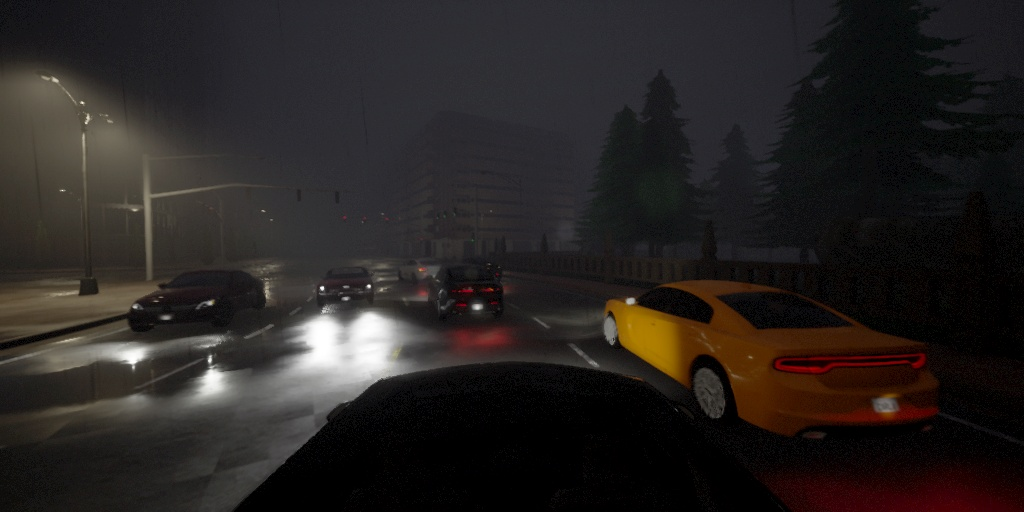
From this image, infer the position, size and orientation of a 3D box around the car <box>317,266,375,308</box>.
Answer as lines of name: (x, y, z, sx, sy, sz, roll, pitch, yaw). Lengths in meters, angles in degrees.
car: (-6.454, 1.086, 14.110, 1.895, 1.301, 4.718, -1, 2, -23)

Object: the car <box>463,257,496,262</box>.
car: (-2.235, 0.777, 21.631, 1.837, 1.490, 4.892, -1, 1, -27)

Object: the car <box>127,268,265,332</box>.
car: (-8.868, 1.113, 10.586, 1.812, 1.442, 4.674, -1, 1, -19)

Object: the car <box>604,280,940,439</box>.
car: (3.043, 1.111, 5.624, 1.882, 1.535, 5.008, 0, 1, -6)

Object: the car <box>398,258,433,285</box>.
car: (-5.358, 0.826, 21.338, 1.812, 1.442, 4.674, -1, 2, -32)

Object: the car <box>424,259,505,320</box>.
car: (-1.626, 1.021, 11.637, 1.837, 1.490, 4.892, -1, 2, -18)
